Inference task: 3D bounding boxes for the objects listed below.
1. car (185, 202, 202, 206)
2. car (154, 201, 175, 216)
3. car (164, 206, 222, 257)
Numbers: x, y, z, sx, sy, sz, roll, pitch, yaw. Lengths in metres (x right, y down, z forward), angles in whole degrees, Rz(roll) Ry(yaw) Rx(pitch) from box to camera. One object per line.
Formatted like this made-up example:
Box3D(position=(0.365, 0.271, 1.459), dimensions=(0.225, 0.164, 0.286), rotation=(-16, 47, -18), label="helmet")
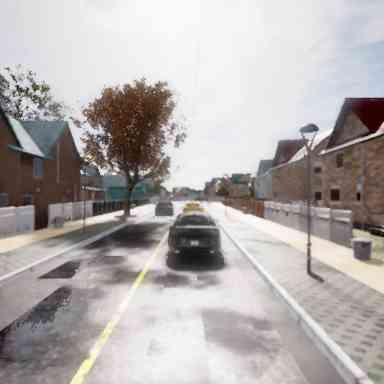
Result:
Box3D(position=(0.098, 1.634, 30.008), dimensions=(1.882, 1.535, 5.008), rotation=(0, 0, 0), label="car")
Box3D(position=(-2.843, 1.672, 35.090), dimensions=(1.882, 1.535, 5.008), rotation=(0, 0, 0), label="car")
Box3D(position=(0.094, 1.535, 13.318), dimensions=(1.882, 1.535, 5.008), rotation=(0, 0, 0), label="car")
